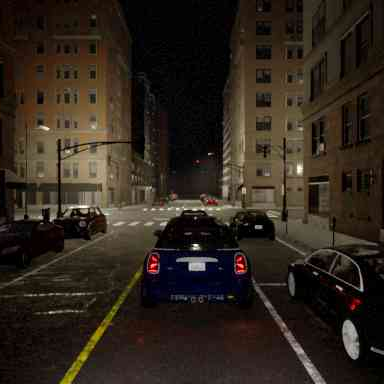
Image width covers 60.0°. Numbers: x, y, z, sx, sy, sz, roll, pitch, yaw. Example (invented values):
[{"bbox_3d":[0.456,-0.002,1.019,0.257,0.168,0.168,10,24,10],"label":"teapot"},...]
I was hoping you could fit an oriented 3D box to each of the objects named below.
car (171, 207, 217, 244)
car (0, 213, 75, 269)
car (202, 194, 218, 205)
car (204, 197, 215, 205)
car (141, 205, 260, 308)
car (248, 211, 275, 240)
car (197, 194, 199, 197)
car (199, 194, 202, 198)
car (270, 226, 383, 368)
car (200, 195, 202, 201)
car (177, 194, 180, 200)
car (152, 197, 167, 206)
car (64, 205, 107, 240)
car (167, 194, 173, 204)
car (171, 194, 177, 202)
[{"bbox_3d":[0.100,1.565,16.647,1.994,1.385,4.181,0,0,1],"label":"car"},{"bbox_3d":[-5.634,1.582,11.101,1.802,1.307,4.206,0,0,0],"label":"car"},{"bbox_3d":[3.069,1.476,53.663,1.967,1.590,4.097,0,0,0],"label":"car"},{"bbox_3d":[3.098,1.571,59.243,1.752,1.417,4.829,0,0,0],"label":"car"},{"bbox_3d":[0.105,1.352,8.064,2.097,1.767,4.553,0,0,0],"label":"car"},{"bbox_3d":[2.910,1.566,16.573,1.947,1.339,4.313,0,0,0],"label":"car"},{"bbox_3d":[3.264,1.457,91.526,2.192,1.841,5.009,0,0,0],"label":"car"},{"bbox_3d":[3.181,1.524,75.299,1.967,1.590,4.097,0,0,0],"label":"car"},{"bbox_3d":[2.873,1.551,5.571,2.008,1.369,4.403,0,0,0],"label":"car"},{"bbox_3d":[3.126,1.607,64.481,2.008,1.369,4.403,0,0,0],"label":"car"},{"bbox_3d":[-5.260,1.457,91.565,2.192,1.841,5.009,0,0,0],"label":"car"},{"bbox_3d":[-5.455,1.618,53.705,1.802,1.307,4.206,0,0,0],"label":"car"},{"bbox_3d":[-5.616,1.441,16.603,1.967,1.590,4.097,0,0,0],"label":"car"},{"bbox_3d":[-5.399,1.607,64.522,2.008,1.369,4.403,0,0,0],"label":"car"},{"bbox_3d":[-5.316,1.626,80.577,1.752,1.417,4.829,0,0,0],"label":"car"}]
